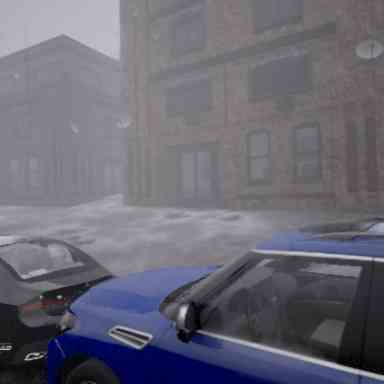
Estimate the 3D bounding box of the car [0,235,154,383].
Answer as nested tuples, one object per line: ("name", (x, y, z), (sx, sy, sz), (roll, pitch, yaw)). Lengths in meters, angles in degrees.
("car", (-3.273, 1.480, 5.597), (4.892, 1.521, 2.231), (0, 0, 35))
